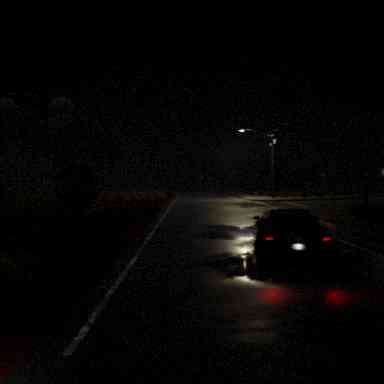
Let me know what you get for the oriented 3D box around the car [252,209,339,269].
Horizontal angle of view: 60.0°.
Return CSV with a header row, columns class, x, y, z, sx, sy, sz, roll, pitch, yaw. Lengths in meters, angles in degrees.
class,x,y,z,sx,sy,sz,roll,pitch,yaw
car,2.776,1.165,9.693,1.994,1.385,4.181,-1,2,9
